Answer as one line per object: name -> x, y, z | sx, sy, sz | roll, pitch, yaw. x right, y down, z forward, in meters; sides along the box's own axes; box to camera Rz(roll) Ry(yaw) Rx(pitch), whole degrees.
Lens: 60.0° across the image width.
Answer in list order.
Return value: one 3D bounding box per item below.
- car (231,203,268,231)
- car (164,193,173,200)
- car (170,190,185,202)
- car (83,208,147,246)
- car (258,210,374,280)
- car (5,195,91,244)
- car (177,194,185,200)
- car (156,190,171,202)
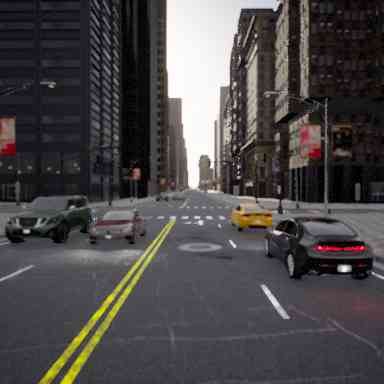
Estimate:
car -> 3.502, 1.418, 20.003 | 1.882, 1.535, 5.008 | 0, 0, 0
car -> -5.864, 1.103, 82.918 | 1.882, 1.535, 5.008 | 0, 0, 0
car -> -2.739, 1.083, 67.509 | 2.097, 1.767, 4.553 | 0, 0, 1
car -> -3.216, 1.481, 15.255 | 1.812, 1.442, 4.674 | 0, 0, 1
car -> 3.424, 1.475, 9.855 | 1.837, 1.490, 4.892 | 0, 0, 0
car -> -6.461, 1.175, 15.819 | 2.150, 2.045, 5.566 | 0, 0, 1
car -> -2.613, 1.148, 82.966 | 1.812, 1.442, 4.674 | 0, 0, 0
car -> -5.987, 0.951, 67.380 | 2.150, 2.045, 5.566 | 0, 1, 1
